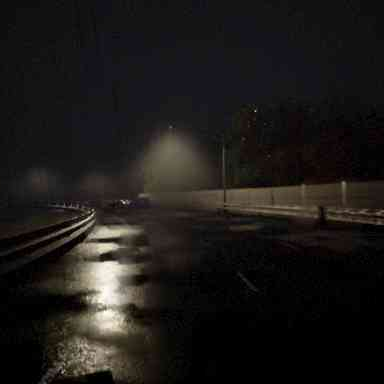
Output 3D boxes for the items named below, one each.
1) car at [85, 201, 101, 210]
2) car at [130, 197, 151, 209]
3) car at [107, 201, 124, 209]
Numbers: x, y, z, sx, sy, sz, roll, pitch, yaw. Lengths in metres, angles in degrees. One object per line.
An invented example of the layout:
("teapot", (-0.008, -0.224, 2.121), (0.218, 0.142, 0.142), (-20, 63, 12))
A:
("car", (-17.289, 2.310, 58.028), (1.837, 1.490, 4.892), (1, -2, -33))
("car", (-9.062, 1.952, 58.160), (2.150, 2.045, 5.566), (0, -1, -31))
("car", (-13.552, 2.270, 58.689), (2.128, 1.511, 4.902), (0, -1, -32))
